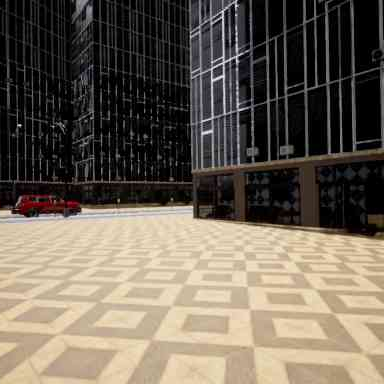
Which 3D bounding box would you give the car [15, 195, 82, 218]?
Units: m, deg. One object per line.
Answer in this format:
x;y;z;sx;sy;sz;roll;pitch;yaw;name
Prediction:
-11.742;1.188;27.327;5.009;1.841;2.192;0;-1;-36;car
